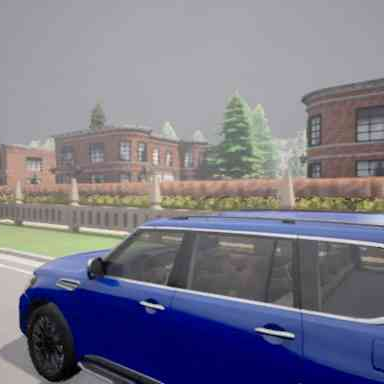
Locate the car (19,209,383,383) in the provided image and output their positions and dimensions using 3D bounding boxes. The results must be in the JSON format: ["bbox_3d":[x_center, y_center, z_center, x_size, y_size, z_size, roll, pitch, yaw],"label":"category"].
[{"bbox_3d":[0.331,1.220,3.756,5.566,2.045,2.150,0,0,35],"label":"car"}]
